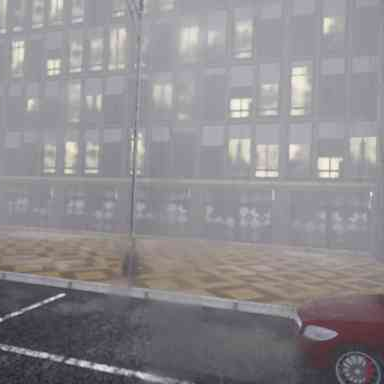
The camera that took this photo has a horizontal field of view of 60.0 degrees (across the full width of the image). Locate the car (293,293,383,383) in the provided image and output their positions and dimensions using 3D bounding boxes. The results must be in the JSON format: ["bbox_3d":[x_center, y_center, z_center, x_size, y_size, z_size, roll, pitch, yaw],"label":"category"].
[{"bbox_3d":[3.491,1.806,4.220,4.206,1.307,1.802,2,-1,17],"label":"car"}]
